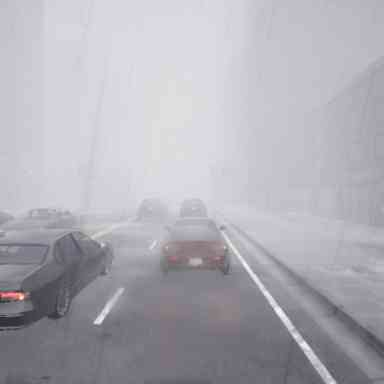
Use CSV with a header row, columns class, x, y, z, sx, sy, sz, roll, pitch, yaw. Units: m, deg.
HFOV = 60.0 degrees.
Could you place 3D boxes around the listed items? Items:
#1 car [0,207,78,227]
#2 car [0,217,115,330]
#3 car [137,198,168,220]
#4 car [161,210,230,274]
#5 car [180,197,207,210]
class,x,y,z,sx,sy,sz,roll,pitch,yaw
car,-6.585,1.460,14.790,2.128,1.511,4.902,0,0,0
car,-3.159,1.533,7.238,2.033,1.411,5.357,0,0,0
car,-3.129,1.293,27.279,2.097,1.767,4.553,0,0,0
car,0.095,1.504,10.345,1.812,1.442,4.674,0,0,0
car,0.120,1.293,27.281,2.097,1.767,4.553,0,0,0
